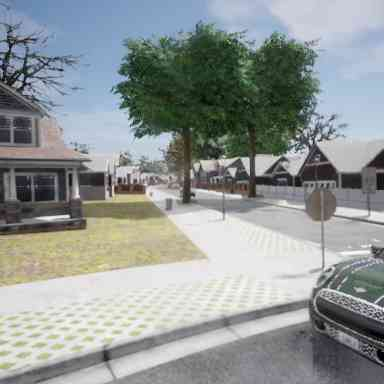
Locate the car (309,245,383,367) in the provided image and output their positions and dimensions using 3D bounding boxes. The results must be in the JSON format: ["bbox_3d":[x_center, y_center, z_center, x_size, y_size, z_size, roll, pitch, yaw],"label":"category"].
[{"bbox_3d":[4.100,1.351,5.242,4.553,1.767,2.097,0,1,-24],"label":"car"}]

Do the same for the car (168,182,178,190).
[{"bbox_3d":[-4.327,-1.333,86.866,1.882,1.535,5.008,-2,2,-9],"label":"car"}]

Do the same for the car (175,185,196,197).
[{"bbox_3d":[-0.759,0.047,51.129,2.033,1.411,5.357,-2,2,-10],"label":"car"}]
